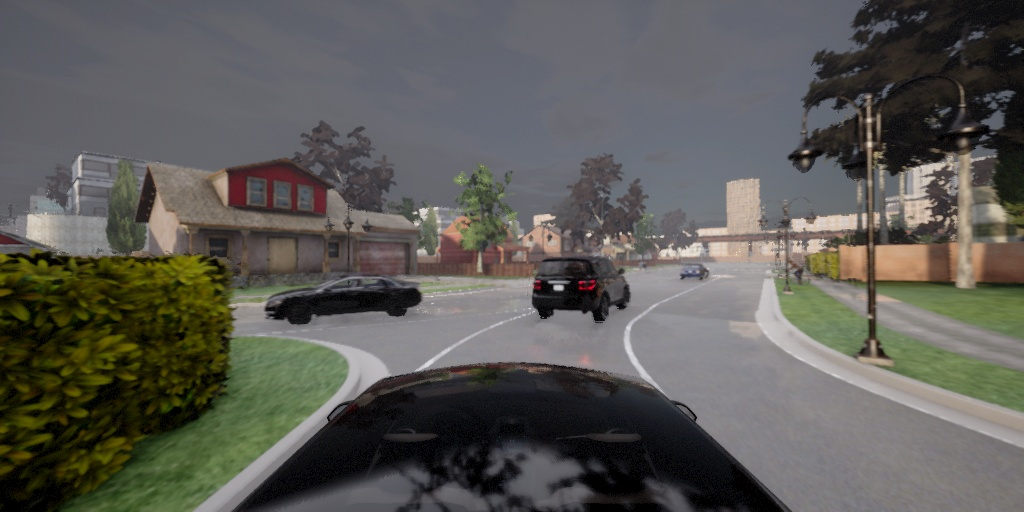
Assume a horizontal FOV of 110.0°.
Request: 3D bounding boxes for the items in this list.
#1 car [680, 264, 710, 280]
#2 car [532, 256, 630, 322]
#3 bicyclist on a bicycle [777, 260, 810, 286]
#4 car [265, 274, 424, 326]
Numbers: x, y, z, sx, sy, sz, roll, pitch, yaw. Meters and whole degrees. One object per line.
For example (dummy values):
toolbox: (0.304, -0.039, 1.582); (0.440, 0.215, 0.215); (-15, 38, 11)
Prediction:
car: (16.808, 1.404, 32.956); (2.033, 1.411, 5.357); (-1, -1, 36)
car: (2.657, 1.038, 12.887); (2.150, 2.045, 5.566); (-1, -1, 29)
bicyclist on a bicycle: (17.831, 1.068, 22.714); (1.656, 1.620, 0.582); (-1, -1, 36)
car: (-5.554, 1.377, 12.379); (4.902, 1.511, 2.128); (0, 0, -28)
